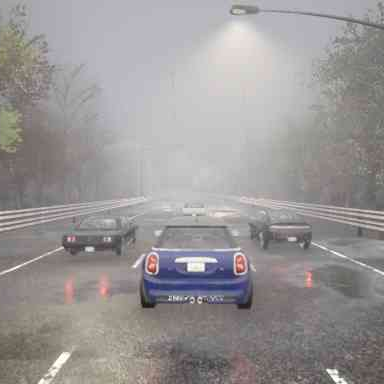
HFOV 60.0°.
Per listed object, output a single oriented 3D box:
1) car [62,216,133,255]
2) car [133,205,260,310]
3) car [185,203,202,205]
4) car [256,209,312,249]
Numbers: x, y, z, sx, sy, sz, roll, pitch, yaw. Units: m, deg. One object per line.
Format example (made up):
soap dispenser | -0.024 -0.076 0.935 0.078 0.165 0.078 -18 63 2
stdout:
car | -3.372 1.599 13.227 1.895 1.301 4.718 0 0 0
car | 0.113 1.351 8.014 2.097 1.767 4.553 0 0 1
car | 0.165 1.587 29.263 1.895 1.301 4.718 0 0 0
car | 3.631 1.489 14.446 2.128 1.511 4.902 0 0 0
